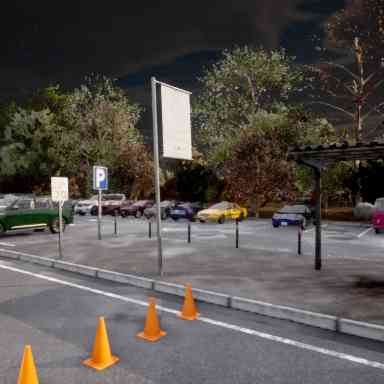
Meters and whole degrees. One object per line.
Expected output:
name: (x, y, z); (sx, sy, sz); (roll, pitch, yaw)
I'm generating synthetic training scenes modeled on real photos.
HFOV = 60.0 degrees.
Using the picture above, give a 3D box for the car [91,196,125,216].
car: (-6.638, 1.466, 31.712); (2.097, 1.535, 5.008); (0, 0, 35)

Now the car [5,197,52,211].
car: (-20.259, 1.452, 41.305); (2.163, 1.488, 4.792); (0, 0, 35)

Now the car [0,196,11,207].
car: (-29.255, 1.332, 47.814); (1.946, 1.575, 5.366); (1, 0, 35)

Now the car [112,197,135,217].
car: (-4.366, 1.469, 30.116); (2.097, 1.535, 5.008); (0, 0, 35)

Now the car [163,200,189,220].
car: (0.190, 1.504, 26.946); (2.163, 1.488, 4.792); (0, 0, 35)

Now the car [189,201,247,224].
car: (2.338, 1.475, 25.175); (1.946, 1.575, 5.366); (0, 0, 35)

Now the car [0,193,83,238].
car: (-8.918, 1.221, 17.290); (2.435, 2.045, 5.566); (0, 0, 35)

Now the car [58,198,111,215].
car: (-11.187, 1.461, 34.892); (2.231, 1.521, 4.892); (0, 0, 35)

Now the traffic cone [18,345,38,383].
traffic cone: (-1.776, 1.957, 3.592); (0.340, 0.580, 0.340); (0, 0, 35)

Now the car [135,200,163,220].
car: (-2.094, 1.473, 28.522); (2.231, 1.521, 4.892); (0, 0, 35)

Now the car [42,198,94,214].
car: (-13.460, 1.455, 36.489); (2.097, 1.535, 5.008); (0, 0, 35)

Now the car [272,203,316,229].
car: (6.972, 1.513, 22.113); (2.163, 1.488, 4.792); (0, 0, 35)

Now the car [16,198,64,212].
car: (-18.015, 1.469, 39.658); (2.163, 1.488, 4.792); (0, 0, 35)

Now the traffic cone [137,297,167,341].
traffic cone: (-0.626, 1.957, 5.225); (0.340, 0.580, 0.340); (0, 0, 35)

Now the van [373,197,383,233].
van: (11.598, 1.264, 19.042); (1.878, 1.987, 4.442); (0, 0, 35)

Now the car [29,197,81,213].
car: (-15.623, 1.444, 38.240); (1.946, 1.575, 5.366); (0, 0, 35)

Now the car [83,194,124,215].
car: (-8.929, 1.212, 33.279); (2.435, 2.045, 5.566); (0, 0, 35)

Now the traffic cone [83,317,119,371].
traffic cone: (-1.201, 1.957, 4.408); (0.340, 0.580, 0.340); (0, 0, 35)

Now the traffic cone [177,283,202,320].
traffic cone: (-0.052, 1.957, 6.041); (0.340, 0.580, 0.340); (0, 0, 36)

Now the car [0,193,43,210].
car: (-22.561, 1.153, 42.852); (2.435, 2.045, 5.566); (0, 0, 35)
